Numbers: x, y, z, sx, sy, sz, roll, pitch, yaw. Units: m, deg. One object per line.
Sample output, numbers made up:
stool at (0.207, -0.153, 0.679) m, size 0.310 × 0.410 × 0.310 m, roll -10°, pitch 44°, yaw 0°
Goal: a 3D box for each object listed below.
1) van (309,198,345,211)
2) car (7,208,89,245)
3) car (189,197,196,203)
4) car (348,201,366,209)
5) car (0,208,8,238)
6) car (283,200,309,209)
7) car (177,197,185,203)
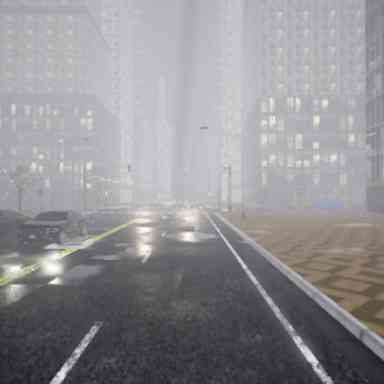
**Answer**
van at (18.384, 1.708, 44.903) m, size 3.998 × 1.788 × 1.690 m, roll 0°, pitch 0°, yaw 2°
car at (-6.589, 1.589, 16.251) m, size 1.882 × 1.535 × 5.008 m, roll 0°, pitch -1°, yaw 0°
car at (0.052, 2.391, 93.611) m, size 1.895 × 1.301 × 4.718 m, roll 0°, pitch -1°, yaw 0°
car at (26.952, 2.008, 52.583) m, size 4.206 × 1.307 × 1.802 m, roll 0°, pitch 0°, yaw 2°
car at (-9.839, 1.591, 16.492) m, size 1.882 × 1.535 × 5.008 m, roll 0°, pitch -1°, yaw 0°
car at (17.118, 1.950, 53.074) m, size 4.829 × 1.417 × 1.752 m, roll 0°, pitch 0°, yaw 2°
car at (-3.198, 2.151, 93.557) m, size 2.097 × 1.767 × 4.553 m, roll 0°, pitch -1°, yaw 0°
